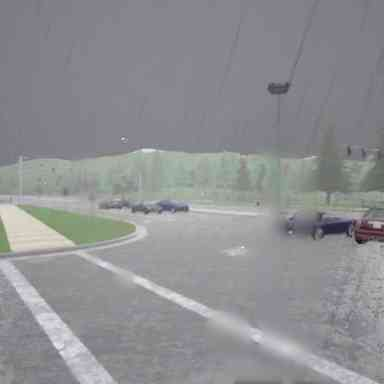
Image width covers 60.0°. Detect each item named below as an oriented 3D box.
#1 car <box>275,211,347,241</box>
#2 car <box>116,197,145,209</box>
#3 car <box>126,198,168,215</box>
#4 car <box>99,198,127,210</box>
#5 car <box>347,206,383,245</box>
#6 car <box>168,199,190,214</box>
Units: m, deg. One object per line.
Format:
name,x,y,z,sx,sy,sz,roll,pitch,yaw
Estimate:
car,6.476,1.644,16.978,4.718,1.301,1.895,0,0,-36
car,-8.654,1.548,46.656,2.128,1.511,4.902,0,0,-34
car,-4.818,1.571,35.004,1.812,1.442,4.674,0,0,-35
car,-10.600,1.608,43.309,1.994,1.385,4.181,0,0,-35
car,9.171,1.397,14.603,4.553,1.767,2.097,0,0,-36
car,-2.192,1.533,37.335,1.882,1.535,5.008,0,0,-35
